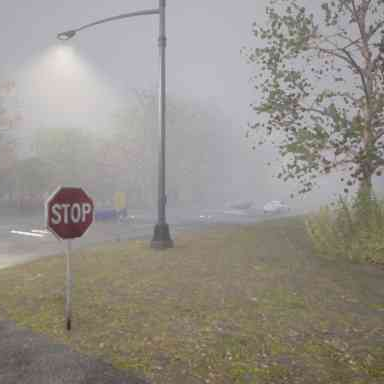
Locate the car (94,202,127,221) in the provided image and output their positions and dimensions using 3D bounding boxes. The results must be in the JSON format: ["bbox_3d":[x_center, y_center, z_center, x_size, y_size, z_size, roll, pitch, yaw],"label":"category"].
[{"bbox_3d":[-7.466,1.624,26.730,1.882,1.535,5.008,0,1,36],"label":"car"}]

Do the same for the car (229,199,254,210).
[{"bbox_3d":[7.009,1.757,46.661,1.882,1.535,5.008,0,1,36],"label":"car"}]

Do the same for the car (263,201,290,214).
[{"bbox_3d":[9.856,1.733,38.674,1.812,1.442,4.674,0,0,36],"label":"car"}]
